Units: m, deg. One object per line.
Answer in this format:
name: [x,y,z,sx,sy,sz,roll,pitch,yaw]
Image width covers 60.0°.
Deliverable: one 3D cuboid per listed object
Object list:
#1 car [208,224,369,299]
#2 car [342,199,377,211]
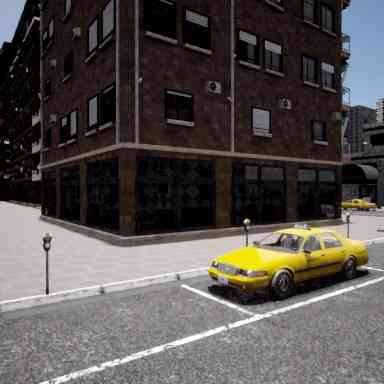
car: [2.614,1.525,8.433,4.829,1.417,1.752,0,0,-36]
car: [19.281,1.469,39.658,1.752,1.417,4.829,0,0,-35]
